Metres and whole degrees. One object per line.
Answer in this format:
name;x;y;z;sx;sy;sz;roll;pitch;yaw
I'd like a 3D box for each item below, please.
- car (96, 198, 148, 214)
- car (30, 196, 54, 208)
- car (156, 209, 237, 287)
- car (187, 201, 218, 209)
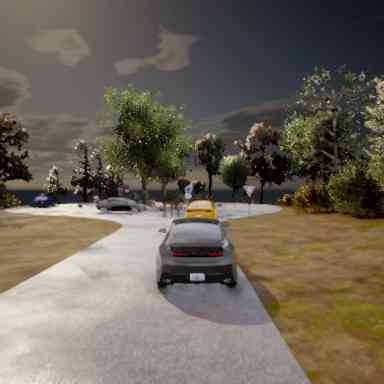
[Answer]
car;-6.708;1.308;31.907;4.902;1.511;2.128;1;0;7
car;-19.350;1.237;43.002;1.882;1.535;5.008;-1;1;-8
car;0.108;1.454;9.178;1.837;1.490;4.892;0;1;0
car;0.733;1.349;22.955;1.882;1.535;5.008;0;0;7
